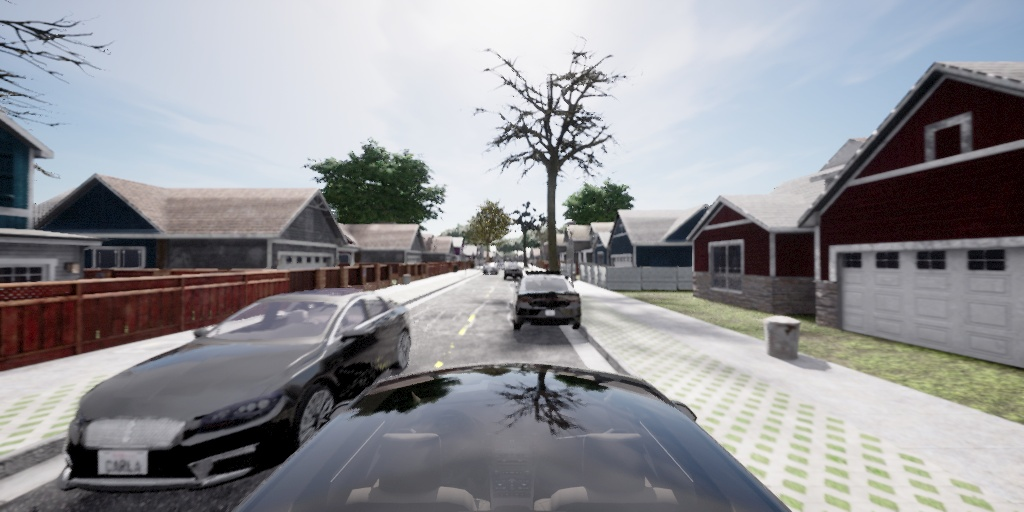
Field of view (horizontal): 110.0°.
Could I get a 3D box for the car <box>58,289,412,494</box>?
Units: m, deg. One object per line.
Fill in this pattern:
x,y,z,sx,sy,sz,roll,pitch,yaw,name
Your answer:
-2.847,1.273,5.081,2.128,1.511,4.902,0,-1,0,car

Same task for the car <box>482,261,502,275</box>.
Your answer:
-2.763,1.644,46.568,2.128,1.511,4.902,0,0,0,car

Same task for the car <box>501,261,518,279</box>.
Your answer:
0.122,1.573,36.615,1.837,1.490,4.892,0,-1,0,car

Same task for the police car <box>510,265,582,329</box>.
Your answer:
0.978,1.269,11.730,1.930,1.638,5.238,0,-1,0,police car
